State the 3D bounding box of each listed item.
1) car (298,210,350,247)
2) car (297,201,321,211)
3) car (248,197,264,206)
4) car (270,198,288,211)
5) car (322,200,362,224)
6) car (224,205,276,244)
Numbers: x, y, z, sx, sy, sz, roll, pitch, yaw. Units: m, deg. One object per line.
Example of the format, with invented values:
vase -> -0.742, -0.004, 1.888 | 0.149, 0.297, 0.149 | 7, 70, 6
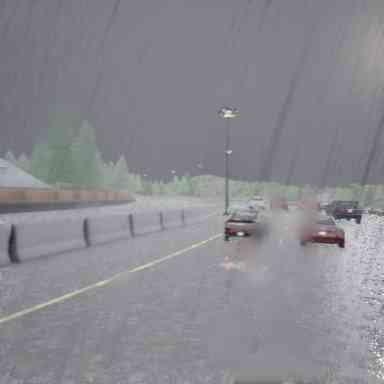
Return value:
car -> 6.449, 1.837, 16.741 | 1.994, 1.385, 4.181 | 1, -1, 18
car -> 17.169, 2.122, 49.753 | 2.097, 1.767, 4.553 | 1, 0, 6
car -> 10.828, 1.912, 56.208 | 2.150, 2.045, 5.566 | 1, -1, 4
car -> 14.200, 1.968, 54.578 | 2.150, 2.045, 5.566 | 1, -1, 4
car -> 14.095, 1.771, 31.082 | 2.150, 2.045, 5.566 | 1, -1, 12
car -> 2.950, 1.697, 17.271 | 2.128, 1.511, 4.902 | 1, 0, 18
